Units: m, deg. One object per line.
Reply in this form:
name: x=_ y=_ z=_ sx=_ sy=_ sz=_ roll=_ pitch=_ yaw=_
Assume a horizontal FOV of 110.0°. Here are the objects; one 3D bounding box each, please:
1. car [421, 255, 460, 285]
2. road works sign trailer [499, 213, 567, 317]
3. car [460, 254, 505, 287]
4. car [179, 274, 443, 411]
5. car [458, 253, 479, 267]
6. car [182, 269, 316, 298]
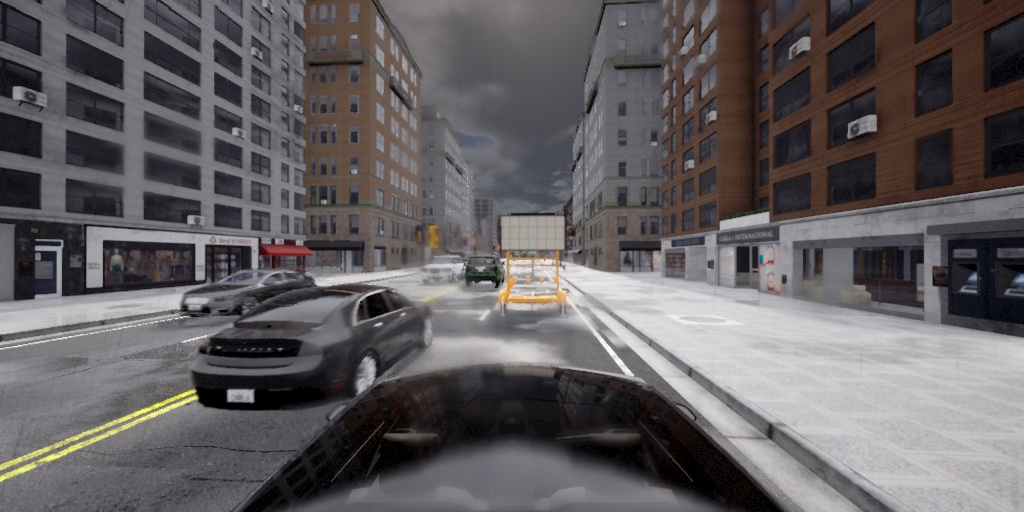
car: x=-5.041 y=0.974 z=26.876 sx=2.150 sy=2.045 sz=5.566 roll=0 pitch=0 yaw=3
road works sign trailer: x=0.775 y=0.215 z=13.293 sx=2.380 sy=3.560 sz=2.880 roll=0 pitch=0 yaw=3
car: x=-1.732 y=0.973 z=24.361 sx=2.150 sy=2.045 sz=5.566 roll=0 pitch=0 yaw=3
car: x=-2.792 y=1.256 z=6.293 sx=1.837 sy=1.490 sz=4.892 roll=0 pitch=0 yaw=3
car: x=-6.560 y=0.644 z=54.744 sx=2.150 sy=2.045 sz=5.566 roll=0 pitch=0 yaw=3
car: x=-9.115 y=1.243 z=12.919 sx=2.128 sy=1.511 sz=4.902 roll=0 pitch=0 yaw=3
